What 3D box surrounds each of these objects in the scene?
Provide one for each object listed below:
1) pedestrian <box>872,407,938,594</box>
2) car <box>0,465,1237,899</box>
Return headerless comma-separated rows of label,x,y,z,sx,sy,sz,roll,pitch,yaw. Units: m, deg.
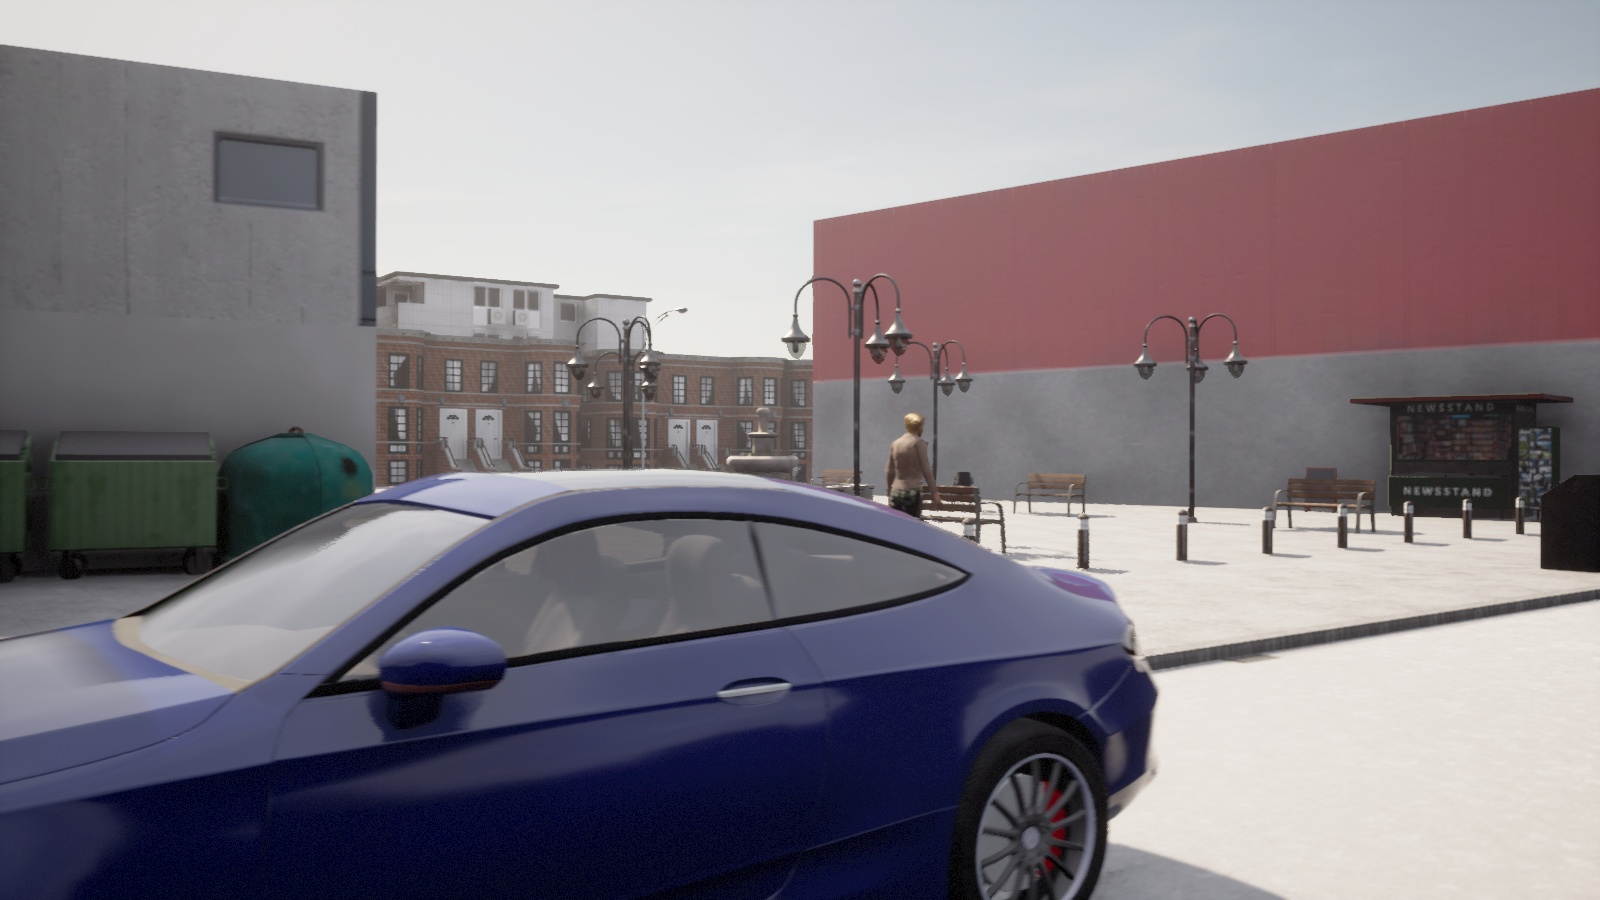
pedestrian,1.066,0.500,12.721,0.634,1.846,0.331,0,0,-43
car,-0.907,0.785,3.647,4.674,1.442,1.812,0,0,-37
